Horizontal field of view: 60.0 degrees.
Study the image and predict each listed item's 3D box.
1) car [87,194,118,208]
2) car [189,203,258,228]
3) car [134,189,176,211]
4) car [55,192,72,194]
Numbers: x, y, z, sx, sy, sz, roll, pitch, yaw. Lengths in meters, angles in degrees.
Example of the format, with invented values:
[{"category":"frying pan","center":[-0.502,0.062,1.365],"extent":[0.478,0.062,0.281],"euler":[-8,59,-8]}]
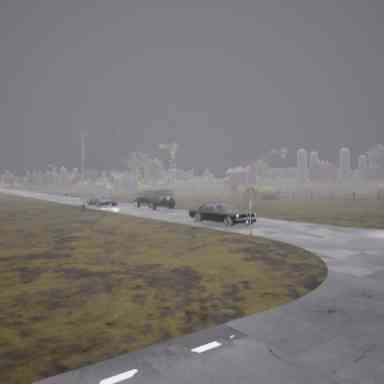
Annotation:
[{"category":"car","center":[-10.105,0.925,37.069],"extent":[2.033,1.411,5.357],"euler":[-1,2,-36]},{"category":"car","center":[1.855,1.366,20.675],"extent":[1.895,1.301,4.718],"euler":[-1,2,-36]},{"category":"car","center":[-3.813,0.693,33.263],"extent":[2.150,2.045,5.566],"euler":[-1,2,-36]},{"category":"car","center":[-19.192,0.214,49.671],"extent":[1.994,1.385,4.181],"euler":[-1,2,-36]}]
